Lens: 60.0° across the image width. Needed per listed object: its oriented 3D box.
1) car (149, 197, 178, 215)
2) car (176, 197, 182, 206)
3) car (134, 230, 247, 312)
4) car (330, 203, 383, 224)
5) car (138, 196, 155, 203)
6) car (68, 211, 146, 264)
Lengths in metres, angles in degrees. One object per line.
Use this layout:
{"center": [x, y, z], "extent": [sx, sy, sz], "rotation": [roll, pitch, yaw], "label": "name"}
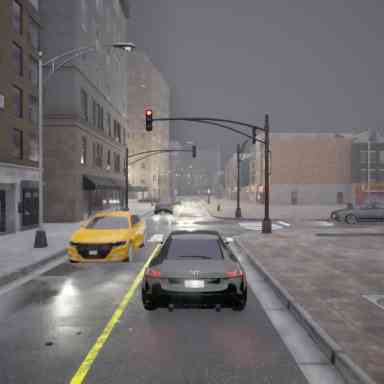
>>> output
{"center": [-2.785, 1.556, 33.800], "extent": [2.033, 1.411, 5.357], "rotation": [0, 0, -1], "label": "car"}
{"center": [-2.760, 1.529, 54.820], "extent": [1.837, 1.490, 4.892], "rotation": [0, -1, 1], "label": "car"}
{"center": [0.056, 1.564, 7.781], "extent": [1.994, 1.385, 4.181], "rotation": [0, 0, 0], "label": "car"}
{"center": [12.069, 1.515, 23.583], "extent": [4.181, 1.385, 1.994], "rotation": [0, 0, 0], "label": "car"}
{"center": [-8.935, 1.596, 69.961], "extent": [4.674, 1.442, 1.812], "rotation": [0, 0, 9], "label": "car"}
{"center": [-2.841, 1.478, 12.075], "extent": [1.882, 1.535, 5.008], "rotation": [0, 0, 0], "label": "car"}
